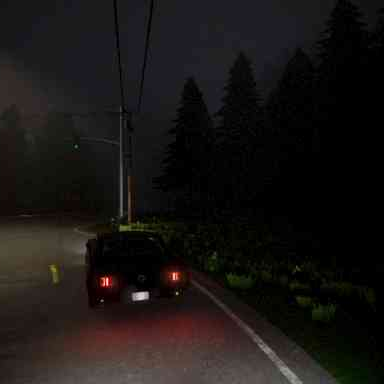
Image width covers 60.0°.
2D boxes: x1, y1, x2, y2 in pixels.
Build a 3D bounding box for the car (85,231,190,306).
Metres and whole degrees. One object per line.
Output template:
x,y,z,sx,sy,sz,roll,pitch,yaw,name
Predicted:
-1.615,1.601,8.148,1.895,1.301,4.718,0,0,-18,car
